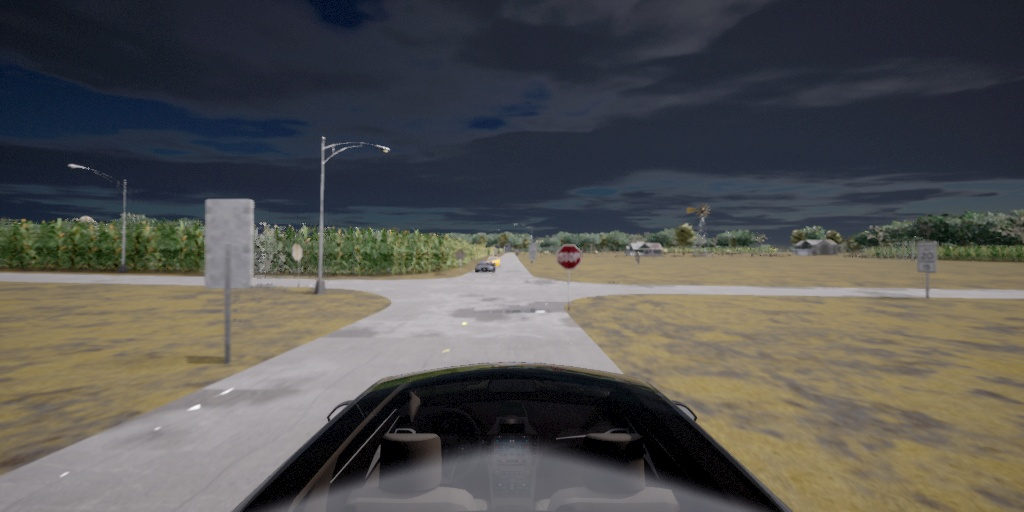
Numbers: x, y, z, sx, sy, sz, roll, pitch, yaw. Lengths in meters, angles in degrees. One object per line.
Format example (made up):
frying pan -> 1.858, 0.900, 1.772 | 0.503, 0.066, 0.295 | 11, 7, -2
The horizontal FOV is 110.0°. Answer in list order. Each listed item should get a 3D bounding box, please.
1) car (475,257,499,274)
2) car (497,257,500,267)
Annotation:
car -> -2.739, 1.126, 37.722 | 1.994, 1.385, 4.181 | 0, 1, 0
car -> -2.736, 0.874, 53.349 | 1.882, 1.535, 5.008 | 0, 1, 0
